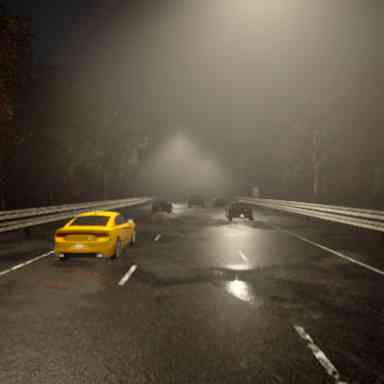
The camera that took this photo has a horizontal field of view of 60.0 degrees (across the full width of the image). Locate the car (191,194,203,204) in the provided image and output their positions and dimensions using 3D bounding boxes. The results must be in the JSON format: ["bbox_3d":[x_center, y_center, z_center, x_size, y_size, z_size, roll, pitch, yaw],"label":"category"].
[{"bbox_3d":[0.924,1.299,62.241,2.097,1.767,4.553,0,0,2],"label":"car"}]

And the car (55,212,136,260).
[{"bbox_3d":[-3.354,1.470,12.414,1.882,1.535,5.008,0,0,0],"label":"car"}]

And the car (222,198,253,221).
[{"bbox_3d":[3.762,1.490,27.099,1.837,1.490,4.892,0,0,1],"label":"car"}]

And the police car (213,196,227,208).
[{"bbox_3d":[4.079,1.390,48.045,1.930,1.638,5.238,0,0,2],"label":"police car"}]

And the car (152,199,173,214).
[{"bbox_3d":[-3.092,1.468,35.296,2.128,1.511,4.902,0,0,1],"label":"car"}]

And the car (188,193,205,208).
[{"bbox_3d":[0.631,1.191,47.109,2.150,2.045,5.566,0,0,1],"label":"car"}]
